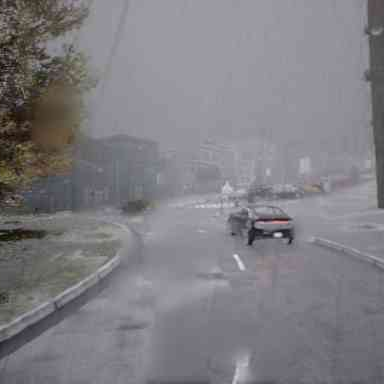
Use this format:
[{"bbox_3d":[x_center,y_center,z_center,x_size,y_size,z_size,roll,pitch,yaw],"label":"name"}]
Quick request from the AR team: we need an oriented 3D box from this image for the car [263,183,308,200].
[{"bbox_3d":[12.414,0.133,44.057,4.892,1.521,2.231,-3,2,16],"label":"car"}]

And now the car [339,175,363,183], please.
[{"bbox_3d":[37.498,-3.023,78.415,4.792,1.488,2.163,-3,2,16],"label":"car"}]

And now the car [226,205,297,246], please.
[{"bbox_3d":[2.793,1.310,14.275,2.128,1.511,4.902,-1,0,-6],"label":"car"}]

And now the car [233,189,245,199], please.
[{"bbox_3d":[8.084,0.250,51.853,1.812,1.442,4.674,-3,2,36],"label":"car"}]

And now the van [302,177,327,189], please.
[{"bbox_3d":[17.883,-0.782,51.374,4.442,1.987,1.878,-3,2,16],"label":"van"}]

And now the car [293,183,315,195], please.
[{"bbox_3d":[14.212,-0.056,46.505,4.674,1.452,2.002,-3,3,16],"label":"car"}]

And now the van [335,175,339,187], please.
[{"bbox_3d":[23.023,-1.451,58.796,4.442,1.987,1.878,-3,3,16],"label":"van"}]

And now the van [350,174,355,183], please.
[{"bbox_3d":[30.404,-2.373,68.559,4.442,1.987,1.878,-3,2,16],"label":"van"}]

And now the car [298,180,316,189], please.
[{"bbox_3d":[23.477,-1.532,67.712,2.128,1.511,4.902,-3,2,36],"label":"car"}]

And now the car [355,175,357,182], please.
[{"bbox_3d":[32.059,-2.492,71.058,4.553,1.767,2.185,-3,2,16],"label":"car"}]

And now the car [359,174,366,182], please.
[{"bbox_3d":[35.855,-2.837,75.913,5.366,1.575,1.946,-3,2,16],"label":"car"}]

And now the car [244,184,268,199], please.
[{"bbox_3d":[10.462,-0.167,49.655,2.150,2.045,5.566,-3,3,36],"label":"car"}]

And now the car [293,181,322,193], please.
[{"bbox_3d":[15.819,-0.316,49.009,5.366,1.575,1.946,-3,3,16],"label":"car"}]

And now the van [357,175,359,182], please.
[{"bbox_3d":[33.756,-2.814,73.524,4.442,1.987,1.878,-3,3,16],"label":"van"}]

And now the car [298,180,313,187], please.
[{"bbox_3d":[26.246,-2.039,77.022,1.994,1.385,4.181,-3,2,36],"label":"car"}]

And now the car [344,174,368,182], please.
[{"bbox_3d":[41.026,-3.500,83.351,4.892,1.521,2.231,-3,2,16],"label":"car"}]

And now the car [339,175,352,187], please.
[{"bbox_3d":[28.514,-1.913,66.143,4.892,1.521,2.231,-3,2,16],"label":"car"}]

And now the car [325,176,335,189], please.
[{"bbox_3d":[19.529,-1.026,53.860,5.566,2.045,2.435,-3,3,16],"label":"car"}]
